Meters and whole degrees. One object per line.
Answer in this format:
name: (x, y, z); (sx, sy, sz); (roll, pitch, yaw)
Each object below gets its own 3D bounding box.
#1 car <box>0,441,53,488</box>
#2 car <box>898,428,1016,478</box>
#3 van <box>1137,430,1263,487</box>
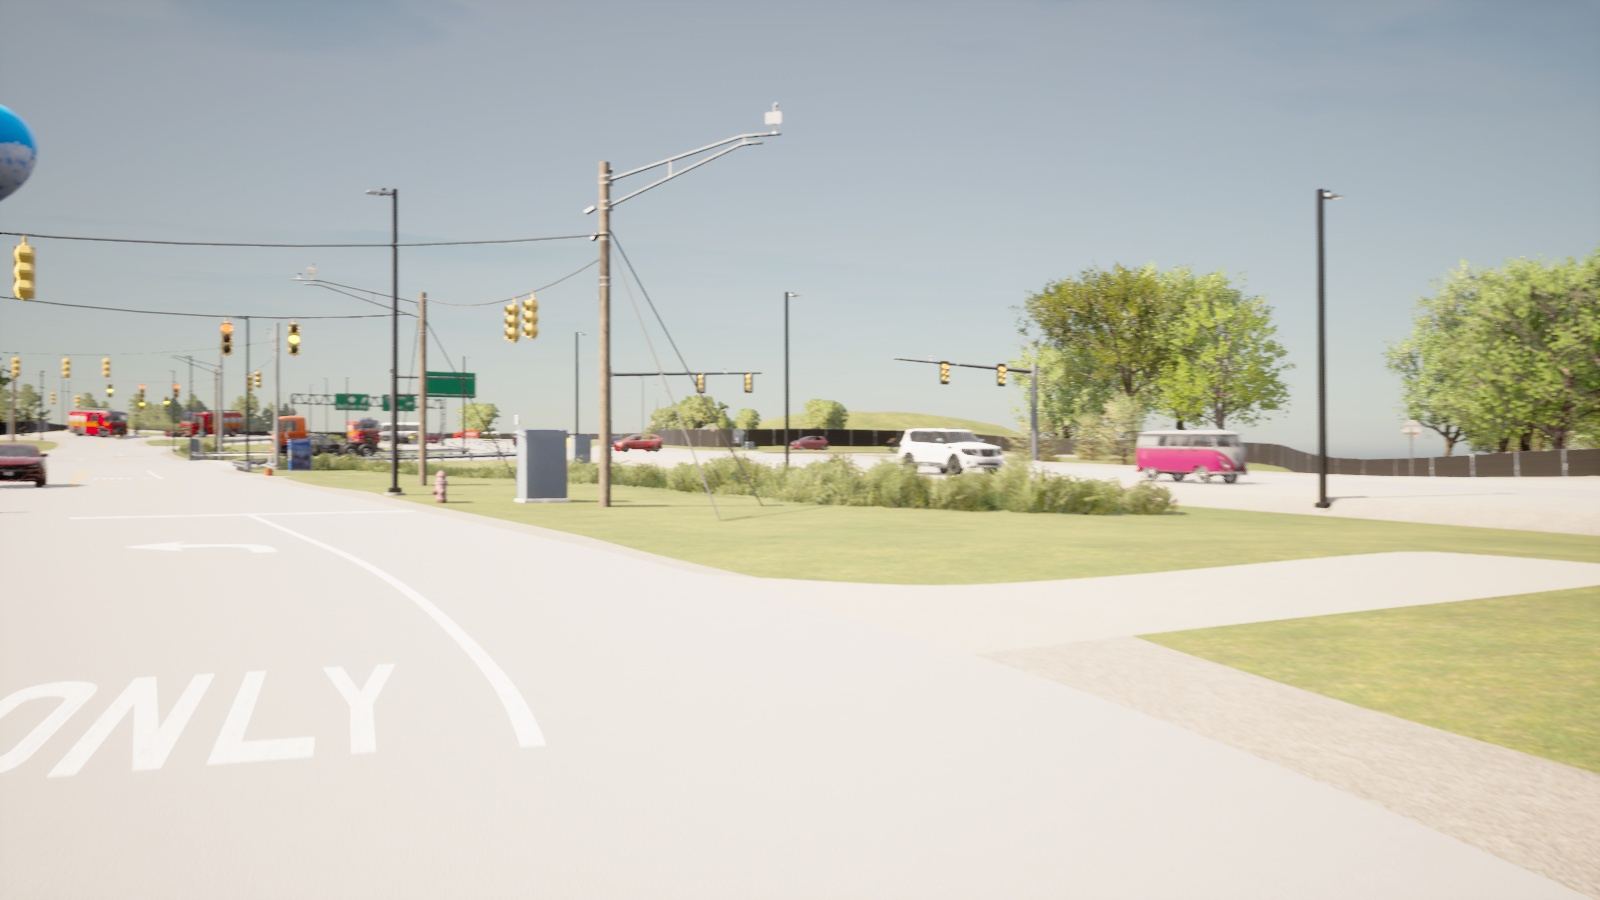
car: (-27.030, 0.459, 43.444); (1.882, 1.535, 5.008); (0, 0, -29)
car: (6.690, 0.080, 54.256); (2.150, 2.045, 5.566); (0, 1, -29)
van: (14.829, 0.273, 46.839); (1.775, 1.987, 4.442); (0, 1, -29)
